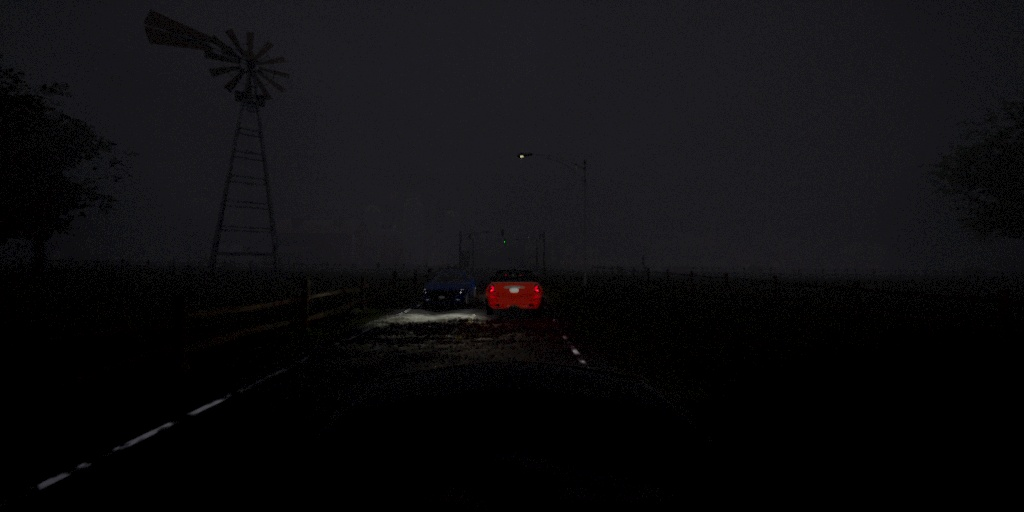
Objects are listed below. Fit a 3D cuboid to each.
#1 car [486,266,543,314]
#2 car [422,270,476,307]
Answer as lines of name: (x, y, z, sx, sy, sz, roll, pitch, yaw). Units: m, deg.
car: (0.093, 1.271, 14.806, 2.097, 1.767, 4.553, 0, -1, 0)
car: (-2.845, 1.426, 17.015, 1.882, 1.535, 5.008, 0, -1, 0)
